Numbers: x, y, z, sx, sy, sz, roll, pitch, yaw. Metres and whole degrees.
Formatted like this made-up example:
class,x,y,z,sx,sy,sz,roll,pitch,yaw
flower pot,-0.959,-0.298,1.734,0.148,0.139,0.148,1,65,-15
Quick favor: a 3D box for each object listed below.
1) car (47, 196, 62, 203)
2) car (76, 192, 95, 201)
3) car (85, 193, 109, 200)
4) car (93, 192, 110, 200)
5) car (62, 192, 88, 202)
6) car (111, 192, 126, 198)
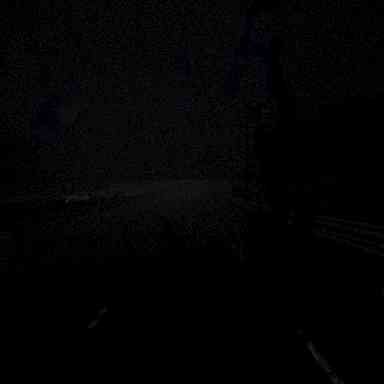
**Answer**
class,x,y,z,sx,sy,sz,roll,pitch,yaw
car,-23.119,1.409,57.412,1.895,1.301,4.718,0,1,3
car,-22.414,0.922,70.151,2.128,1.511,4.902,0,1,3
car,-16.131,1.313,57.239,1.837,1.490,4.892,0,1,3
car,-18.921,0.878,69.935,1.882,1.535,5.008,0,1,3
car,-19.625,1.030,57.322,2.150,2.045,5.566,0,1,3
car,-15.426,0.757,69.747,2.097,1.767,4.553,0,1,3
